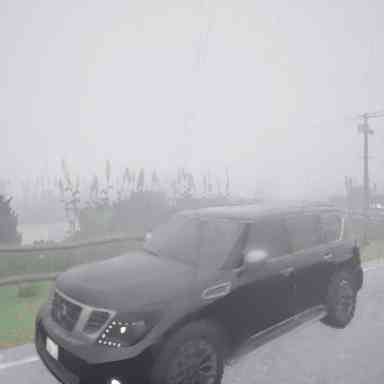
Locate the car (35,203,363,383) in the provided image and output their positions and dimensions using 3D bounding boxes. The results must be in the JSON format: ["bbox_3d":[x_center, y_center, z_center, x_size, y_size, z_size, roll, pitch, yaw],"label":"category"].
[{"bbox_3d":[0.649,1.238,5.227,5.566,2.045,2.150,0,0,-41],"label":"car"}]
